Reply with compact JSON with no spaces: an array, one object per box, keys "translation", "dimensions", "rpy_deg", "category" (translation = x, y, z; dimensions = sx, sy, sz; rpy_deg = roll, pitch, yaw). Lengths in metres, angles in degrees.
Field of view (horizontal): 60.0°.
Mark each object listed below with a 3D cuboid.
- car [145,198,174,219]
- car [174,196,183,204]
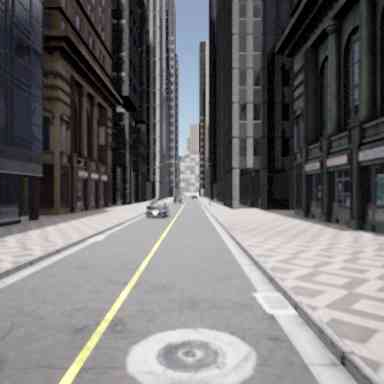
[{"translation":[-3.090,1.577,30.428],"dimensions":[2.128,1.511,4.902],"rpy_deg":[0,0,0],"category":"car"},{"translation":[-2.986,1.708,70.805],"dimensions":[1.837,1.490,4.892],"rpy_deg":[0,0,0],"category":"car"}]
